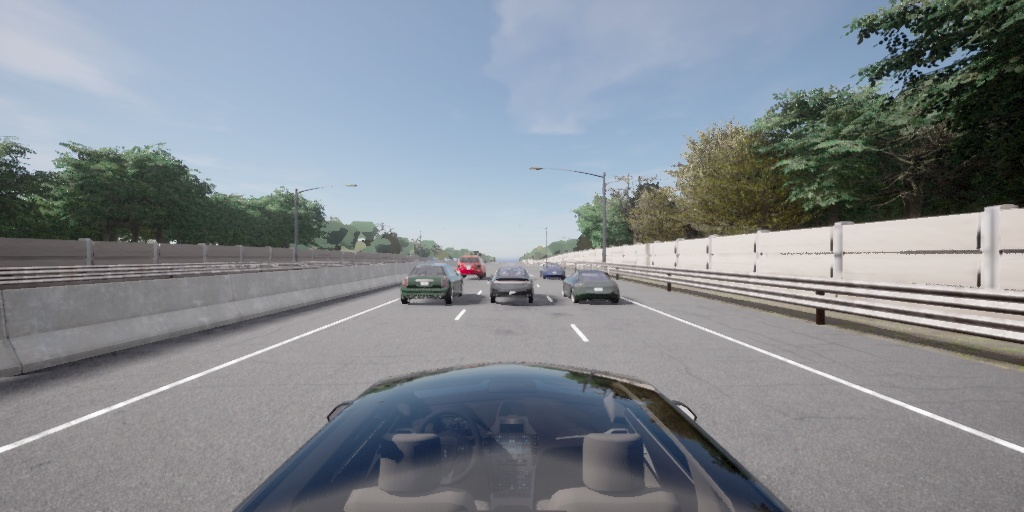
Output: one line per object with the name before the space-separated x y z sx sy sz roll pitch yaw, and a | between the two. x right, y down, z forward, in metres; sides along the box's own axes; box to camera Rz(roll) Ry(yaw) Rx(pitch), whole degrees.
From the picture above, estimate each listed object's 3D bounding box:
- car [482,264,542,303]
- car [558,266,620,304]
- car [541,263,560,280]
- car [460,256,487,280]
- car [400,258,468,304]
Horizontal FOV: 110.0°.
car | 0.000 1.246 16.501 2.128 1.511 4.902 0 0 0
car | 3.500 1.323 16.500 1.994 1.385 4.181 0 0 0
car | 3.500 1.322 31.501 1.994 1.385 4.181 0 0 0
car | -3.500 1.008 31.532 2.150 2.045 5.566 0 0 0
car | -3.500 1.117 16.471 2.097 1.767 4.553 0 0 0
